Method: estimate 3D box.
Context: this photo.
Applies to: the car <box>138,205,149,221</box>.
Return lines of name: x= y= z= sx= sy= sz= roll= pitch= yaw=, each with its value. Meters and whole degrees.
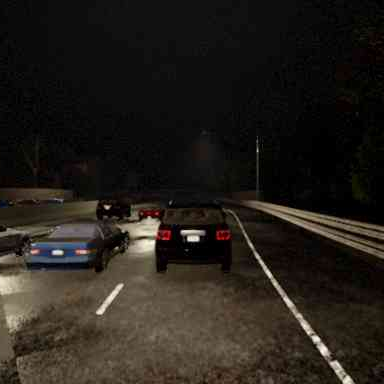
car: x=-3.460 y=1.810 z=29.285 sx=1.895 sy=1.301 sz=4.718 roll=0 pitch=0 yaw=0

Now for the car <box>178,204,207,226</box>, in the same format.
car: x=0.031 y=1.734 z=26.108 sx=2.033 sy=1.411 sz=5.357 roll=0 pitch=0 yaw=0

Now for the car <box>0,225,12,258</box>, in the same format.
car: x=-6.967 y=1.599 z=10.537 sx=1.812 sy=1.442 sz=4.674 roll=0 pitch=0 yaw=0

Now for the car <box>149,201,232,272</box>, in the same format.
car: x=0.053 y=1.301 z=11.218 sx=2.150 sy=2.045 sz=5.566 roll=0 pitch=0 yaw=0

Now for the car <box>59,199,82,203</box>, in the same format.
car: x=-17.647 y=1.877 z=49.740 sx=1.837 sy=1.490 sz=4.892 roll=0 pitch=-1 yaw=0

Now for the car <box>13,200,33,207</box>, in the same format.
car: x=-24.643 y=1.892 z=49.423 sx=1.812 sy=1.442 sz=4.674 roll=0 pitch=-1 yaw=0

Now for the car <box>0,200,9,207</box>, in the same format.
car: x=-28.114 y=1.826 z=47.242 sx=1.882 sy=1.535 sz=5.008 roll=0 pitch=0 yaw=0

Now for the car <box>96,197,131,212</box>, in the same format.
car: x=-6.955 y=1.435 z=29.968 sx=2.150 sy=2.045 sz=5.566 roll=0 pitch=-1 yaw=0

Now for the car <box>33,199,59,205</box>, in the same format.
car: x=-21.145 y=1.845 z=49.438 sx=1.882 sy=1.535 sz=5.008 roll=0 pitch=-1 yaw=0

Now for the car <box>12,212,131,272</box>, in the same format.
car: x=-3.447 y=1.625 z=11.080 sx=2.033 sy=1.411 sz=5.357 roll=0 pitch=0 yaw=0
